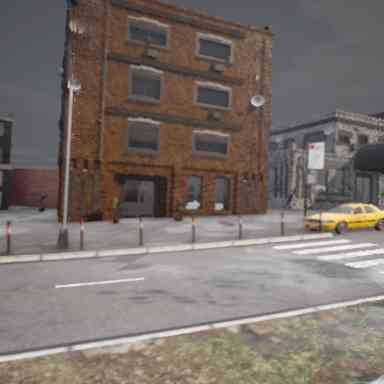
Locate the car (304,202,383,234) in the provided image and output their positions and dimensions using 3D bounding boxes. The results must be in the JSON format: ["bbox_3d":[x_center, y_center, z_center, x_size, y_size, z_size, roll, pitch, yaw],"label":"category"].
[{"bbox_3d":[8.500,1.313,17.933,5.366,1.575,1.946,-1,0,-26],"label":"car"}]
